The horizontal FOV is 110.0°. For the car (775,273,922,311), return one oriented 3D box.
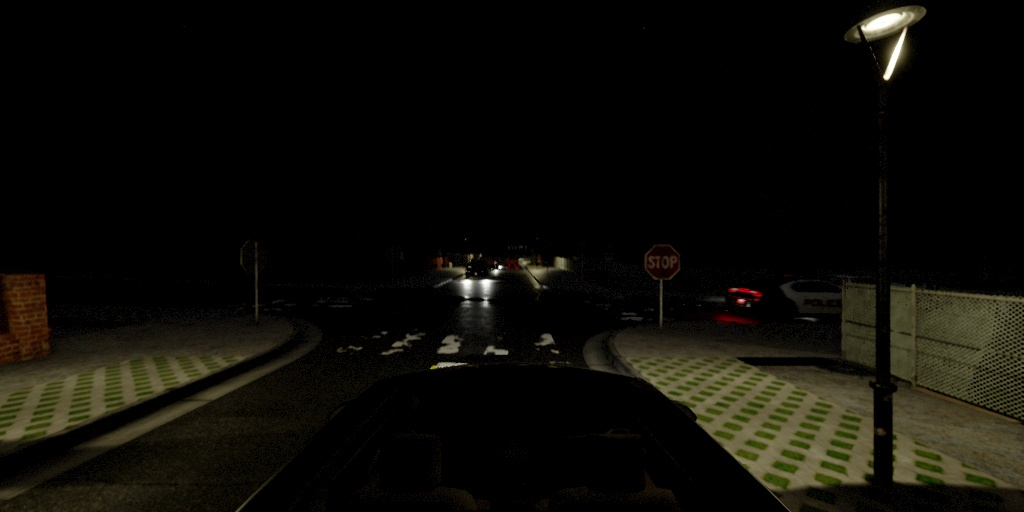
[{"bbox_3d":[14.505,1.527,15.663,4.674,1.442,1.812,1,0,0],"label":"car"}]

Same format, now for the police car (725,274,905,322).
[{"bbox_3d":[10.604,1.488,12.837,4.974,1.542,2.038,1,0,0],"label":"police car"}]

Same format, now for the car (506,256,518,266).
[{"bbox_3d":[0.028,0.800,57.261,1.882,1.535,5.008,0,1,0],"label":"car"}]

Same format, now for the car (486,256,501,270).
[{"bbox_3d":[-2.816,0.806,46.223,2.097,1.767,4.553,0,1,0],"label":"car"}]

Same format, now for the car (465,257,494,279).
[{"bbox_3d":[-2.833,1.119,30.390,1.837,1.490,4.892,0,1,0],"label":"car"}]
